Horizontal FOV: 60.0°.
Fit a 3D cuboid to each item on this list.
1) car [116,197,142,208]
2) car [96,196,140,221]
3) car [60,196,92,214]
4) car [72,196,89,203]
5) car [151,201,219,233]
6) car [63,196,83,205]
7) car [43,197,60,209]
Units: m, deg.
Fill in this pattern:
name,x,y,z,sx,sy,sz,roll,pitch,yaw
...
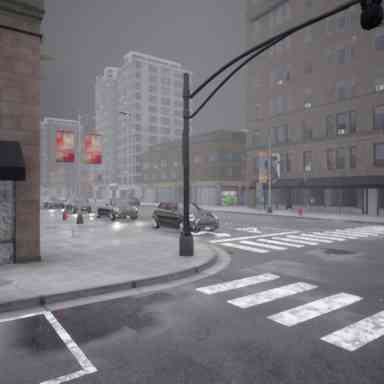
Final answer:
name,x,y,z,sx,sy,sz,roll,pitch,yaw
car,-9.247,1.420,48.381,1.837,1.490,4.892,0,-1,-36
car,-6.179,1.314,27.155,2.097,1.767,4.553,0,0,-36
car,-12.237,1.452,35.549,1.837,1.490,4.892,0,0,-36
car,-22.228,1.446,66.335,1.994,1.385,4.181,0,0,-36
car,-0.496,1.329,19.293,2.097,1.767,4.553,0,0,-36
car,-21.393,1.446,59.649,2.033,1.411,5.357,0,0,-36
car,-18.296,1.436,43.998,1.837,1.490,4.892,0,0,-35
